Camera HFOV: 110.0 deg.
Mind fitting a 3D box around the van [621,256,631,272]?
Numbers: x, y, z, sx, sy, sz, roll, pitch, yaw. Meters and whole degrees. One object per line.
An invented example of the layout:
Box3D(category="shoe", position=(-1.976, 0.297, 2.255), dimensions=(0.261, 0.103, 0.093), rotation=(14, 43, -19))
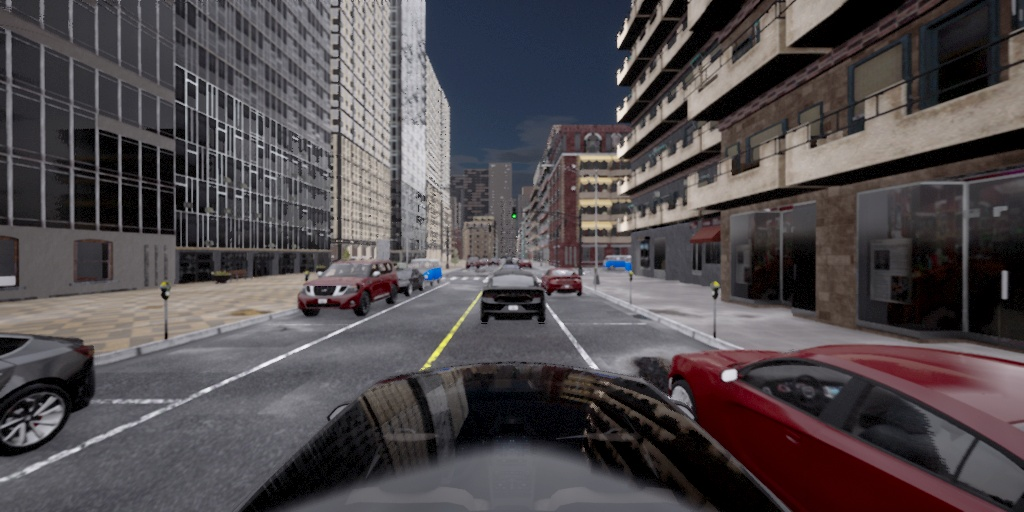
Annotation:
Box3D(category="van", position=(13.474, 0.885, 36.206), dimensions=(3.998, 1.789, 1.690), rotation=(0, 0, -1))

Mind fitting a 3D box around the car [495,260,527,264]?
Box3D(category="car", position=(-0.109, 1.284, 28.757), dimensions=(2.033, 1.411, 5.357), rotation=(0, 0, 0))

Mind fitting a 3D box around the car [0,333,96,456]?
Box3D(category="car", position=(-5.694, 1.316, 2.382), dimensions=(1.948, 1.339, 4.313), rotation=(0, 0, 0))

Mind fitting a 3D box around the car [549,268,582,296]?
Box3D(category="car", position=(2.555, 1.284, 19.014), dimensions=(1.888, 1.381, 4.507), rotation=(0, 0, 0))

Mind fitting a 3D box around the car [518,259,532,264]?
Box3D(category="car", position=(2.257, 1.286, 56.926), dimensions=(1.888, 1.381, 4.507), rotation=(0, 0, 0))

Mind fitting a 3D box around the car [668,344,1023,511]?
Box3D(category="car", position=(2.686, 1.294, 2.447), dimensions=(1.888, 1.381, 4.507), rotation=(0, 0, 0))

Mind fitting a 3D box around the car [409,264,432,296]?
Box3D(category="car", position=(-5.825, 1.307, 18.950), dimensions=(1.948, 1.339, 4.313), rotation=(0, 0, 0))

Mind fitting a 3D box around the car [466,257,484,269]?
Box3D(category="car", position=(-6.123, 1.057, 56.861), dimensions=(2.192, 1.841, 5.009), rotation=(0, 0, 0))

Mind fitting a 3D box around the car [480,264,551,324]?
Box3D(category="car", position=(0.020, 1.221, 12.034), dimensions=(1.882, 1.535, 5.008), rotation=(0, 0, 0))

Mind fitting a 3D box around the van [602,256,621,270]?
Box3D(category="van", position=(13.386, 0.844, 44.586), dimensions=(3.998, 1.789, 1.690), rotation=(0, 0, -1))

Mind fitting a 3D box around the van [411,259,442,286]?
Box3D(category="van", position=(-5.868, 1.080, 24.472), dimensions=(1.690, 1.789, 3.998), rotation=(0, 0, 0))

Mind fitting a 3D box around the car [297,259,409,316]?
Box3D(category="car", position=(-5.781, 1.058, 13.427), dimensions=(2.192, 1.841, 5.009), rotation=(0, 0, 0))
